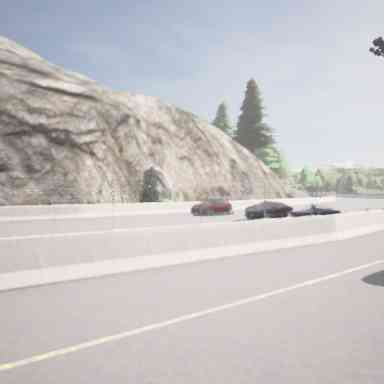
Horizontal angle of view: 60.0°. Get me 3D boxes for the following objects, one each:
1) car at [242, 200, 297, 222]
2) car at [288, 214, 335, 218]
[{"bbox_3d":[6.462,1.516,27.465,5.008,1.535,1.882,0,0,-42],"label":"car"},{"bbox_3d":[9.454,1.632,25.432,4.718,1.301,1.895,0,0,-42],"label":"car"}]
